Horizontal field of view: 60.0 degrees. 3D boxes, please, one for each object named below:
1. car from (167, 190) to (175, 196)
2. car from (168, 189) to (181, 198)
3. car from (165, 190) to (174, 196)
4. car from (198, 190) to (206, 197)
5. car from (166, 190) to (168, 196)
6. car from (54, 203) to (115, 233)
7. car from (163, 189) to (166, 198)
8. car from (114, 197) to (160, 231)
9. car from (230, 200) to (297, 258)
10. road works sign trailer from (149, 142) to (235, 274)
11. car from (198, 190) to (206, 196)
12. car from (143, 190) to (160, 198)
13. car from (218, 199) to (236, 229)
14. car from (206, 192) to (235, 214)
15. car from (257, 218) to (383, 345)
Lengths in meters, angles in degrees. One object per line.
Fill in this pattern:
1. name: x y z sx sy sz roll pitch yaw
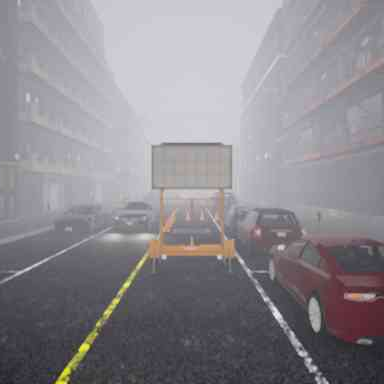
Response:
1. car: -5.709 0.217 90.839 1.887 1.381 4.507 0 1 0
2. car: -3.075 0.654 59.969 1.812 1.442 4.674 0 1 0
3. car: -5.708 0.195 85.201 1.967 1.590 4.097 0 1 0
4. car: 2.673 0.362 79.735 1.752 1.417 4.829 0 1 0
5. car: -5.703 0.753 57.025 1.802 1.307 4.206 0 1 0
6. car: -5.694 1.312 17.572 1.947 1.339 4.313 0 1 0
7. car: -5.700 0.569 51.385 2.192 1.841 5.009 0 1 0
8. car: -3.104 1.254 18.805 1.812 1.442 4.674 0 1 0
9. car: 2.689 1.268 11.935 1.967 1.590 4.097 0 1 0
10. road works sign trailer: -0.003 0.319 10.052 2.380 3.560 2.880 0 1 0
11. car: 2.671 0.217 90.836 1.887 1.381 4.507 0 1 0
12. car: -5.700 0.777 45.751 1.967 1.590 4.097 0 1 0
13. car: 2.688 1.297 17.571 2.008 1.369 4.403 0 1 0
14. car: 2.686 0.898 28.840 2.192 1.841 5.009 0 1 0
15. car: 2.690 1.453 6.300 1.887 1.381 4.507 0 1 0
